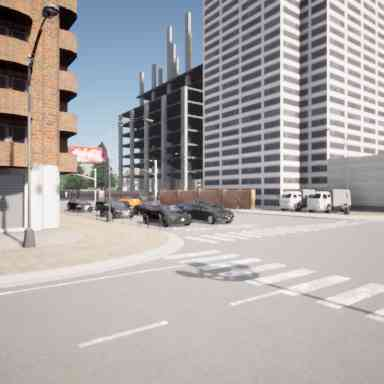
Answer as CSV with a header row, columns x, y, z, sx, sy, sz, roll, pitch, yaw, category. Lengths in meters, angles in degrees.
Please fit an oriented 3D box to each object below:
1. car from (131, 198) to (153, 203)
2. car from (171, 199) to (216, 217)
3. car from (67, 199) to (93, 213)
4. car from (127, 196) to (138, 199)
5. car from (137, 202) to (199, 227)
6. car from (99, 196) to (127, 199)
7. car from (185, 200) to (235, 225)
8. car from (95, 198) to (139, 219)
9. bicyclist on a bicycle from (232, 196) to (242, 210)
x,y,z,sx,sy,sz,roll,pitch,yaw,category
-4.121,1.615,32.323,1.994,1.385,4.181,0,0,-36,car
0.054,1.527,32.882,1.882,1.535,5.008,0,0,-36,car
-13.046,1.543,38.610,2.128,1.511,4.902,0,0,-36,car
-9.855,1.401,52.138,2.097,1.767,4.553,0,0,-36,car
-1.769,1.616,23.182,1.994,1.385,4.181,0,0,-36,car
-10.127,1.403,40.543,2.097,1.767,4.553,0,0,-36,car
1.138,1.556,25.135,1.837,1.490,4.892,0,0,-36,car
-6.929,1.578,30.247,1.812,1.442,4.674,0,0,-36,car
5.417,1.348,39.565,1.656,1.620,0.582,0,0,-36,bicyclist on a bicycle
